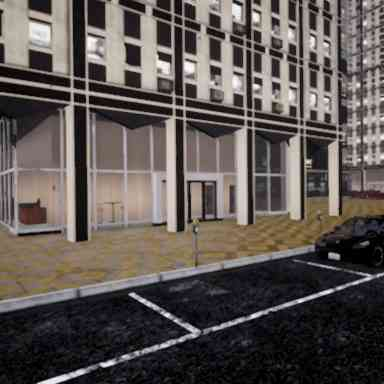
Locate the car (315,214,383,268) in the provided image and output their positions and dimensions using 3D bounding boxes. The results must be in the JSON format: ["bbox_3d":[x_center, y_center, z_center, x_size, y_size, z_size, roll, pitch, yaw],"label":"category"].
[{"bbox_3d":[5.801,1.421,10.701,4.313,1.339,1.947,-1,0,-36],"label":"car"}]

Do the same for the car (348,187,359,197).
[{"bbox_3d":[26.689,0.003,58.271,2.192,1.841,5.009,0,1,-36],"label":"car"}]

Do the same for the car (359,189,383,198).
[{"bbox_3d":[29.934,0.377,53.745,1.802,1.307,4.206,0,1,-36],"label":"car"}]

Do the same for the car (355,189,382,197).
[{"bbox_3d":[33.459,0.148,63.207,1.802,1.307,4.206,0,1,-36],"label":"car"}]
